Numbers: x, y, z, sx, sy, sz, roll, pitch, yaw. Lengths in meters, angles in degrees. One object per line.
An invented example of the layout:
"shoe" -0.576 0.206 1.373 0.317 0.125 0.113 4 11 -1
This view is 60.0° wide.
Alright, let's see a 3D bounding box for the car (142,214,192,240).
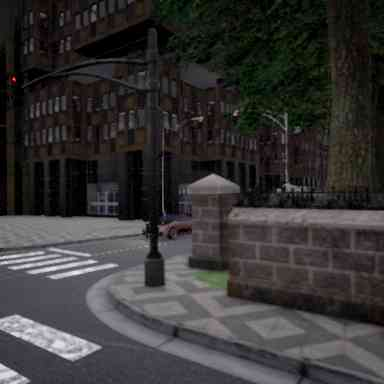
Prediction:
"car" -1.144 2.067 20.536 1.994 1.385 4.181 -1 -2 35
